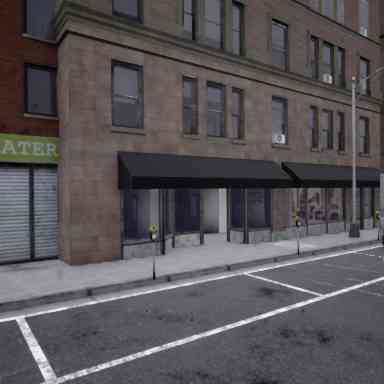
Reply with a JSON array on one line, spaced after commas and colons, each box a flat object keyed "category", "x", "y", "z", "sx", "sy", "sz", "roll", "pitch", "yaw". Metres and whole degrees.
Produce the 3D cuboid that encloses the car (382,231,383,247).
[{"category": "car", "x": 9.217, "y": 1.540, "z": 13.116, "sx": 4.507, "sy": 1.381, "sz": 1.887, "roll": 0, "pitch": -1, "yaw": -35}]
